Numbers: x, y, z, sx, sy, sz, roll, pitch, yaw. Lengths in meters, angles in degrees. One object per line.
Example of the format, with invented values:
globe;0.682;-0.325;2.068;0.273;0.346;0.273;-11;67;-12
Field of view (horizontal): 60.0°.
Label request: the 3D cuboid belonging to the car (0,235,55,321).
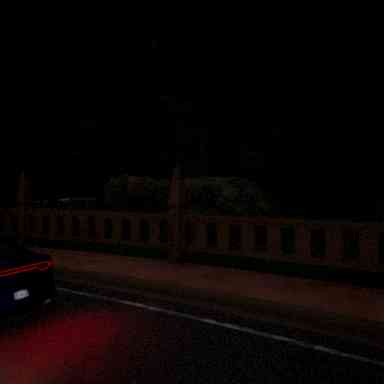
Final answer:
car;-4.877;1.442;6.297;5.008;1.535;1.882;0;0;27
